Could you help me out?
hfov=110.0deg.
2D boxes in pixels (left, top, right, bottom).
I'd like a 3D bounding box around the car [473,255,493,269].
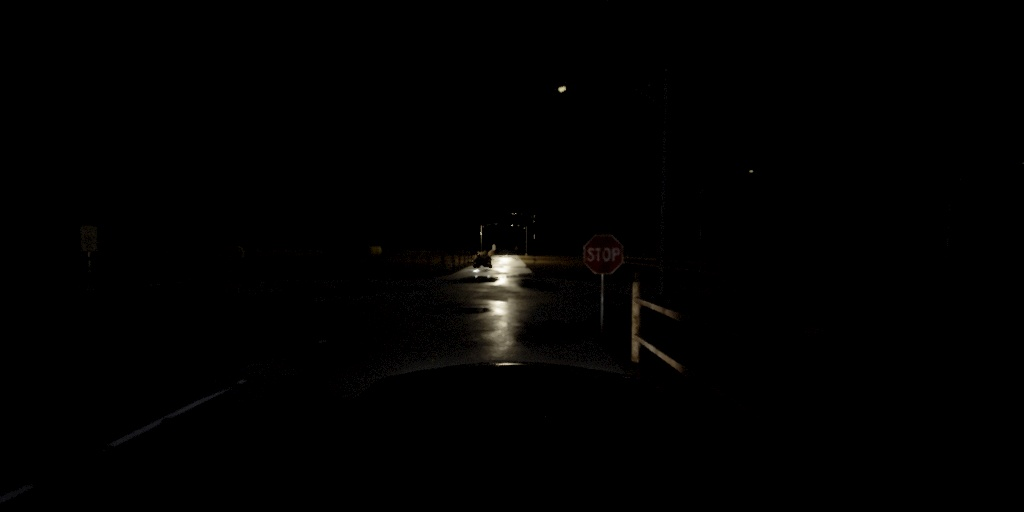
[{"bbox_3d":[-2.915,0.568,37.082,2.033,1.411,5.357,0,1,0],"label":"car"}]
